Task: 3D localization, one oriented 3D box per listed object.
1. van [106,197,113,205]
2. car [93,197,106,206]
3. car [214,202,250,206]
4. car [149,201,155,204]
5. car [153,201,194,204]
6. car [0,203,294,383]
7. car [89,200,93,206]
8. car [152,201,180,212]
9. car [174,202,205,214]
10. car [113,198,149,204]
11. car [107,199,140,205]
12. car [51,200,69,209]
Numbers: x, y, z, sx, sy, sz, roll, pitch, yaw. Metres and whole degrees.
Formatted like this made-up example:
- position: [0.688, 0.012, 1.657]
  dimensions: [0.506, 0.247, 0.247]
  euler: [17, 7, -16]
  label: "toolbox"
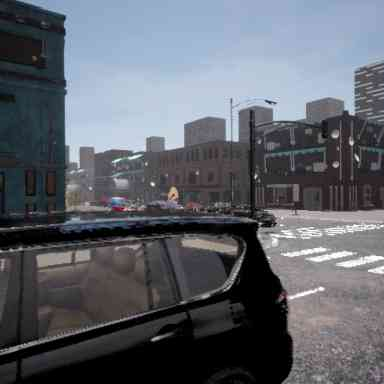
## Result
- position: [-13.244, 1.910, 58.932]
  dimensions: [1.690, 1.788, 3.998]
  euler: [-1, 0, -36]
  label: "van"
- position: [-16.464, 1.943, 63.434]
  dimensions: [2.192, 1.841, 5.009]
  euler: [-1, 0, -36]
  label: "car"
- position: [4.010, 1.708, 24.800]
  dimensions: [1.837, 1.490, 4.892]
  euler: [-1, 0, -34]
  label: "car"
- position: [-4.530, 1.882, 42.302]
  dimensions: [2.128, 1.511, 4.902]
  euler: [-1, 0, -36]
  label: "car"
- position: [-1.769, 1.882, 32.959]
  dimensions: [1.994, 1.385, 4.181]
  euler: [-1, 0, -35]
  label: "car"
- position: [-1.592, 1.223, 2.550]
  dimensions: [5.566, 2.045, 2.150]
  euler: [0, 0, -36]
  label: "car"
- position: [-19.677, 2.230, 67.938]
  dimensions: [1.887, 1.381, 4.507]
  euler: [-1, 0, -36]
  label: "car"
- position: [-3.582, 1.969, 45.423]
  dimensions: [1.802, 1.307, 4.206]
  euler: [-1, 0, -36]
  label: "car"
- position: [-0.364, 1.907, 40.920]
  dimensions: [1.802, 1.307, 4.206]
  euler: [-2, 0, -36]
  label: "car"
- position: [-7.694, 1.785, 41.235]
  dimensions: [2.097, 1.767, 4.553]
  euler: [-1, 0, -35]
  label: "car"
- position: [-7.184, 1.848, 36.045]
  dimensions: [1.967, 1.590, 4.097]
  euler: [-1, 0, -36]
  label: "car"
- position: [-23.176, 2.234, 58.422]
  dimensions: [1.752, 1.417, 4.829]
  euler: [-1, 0, -36]
  label: "car"
